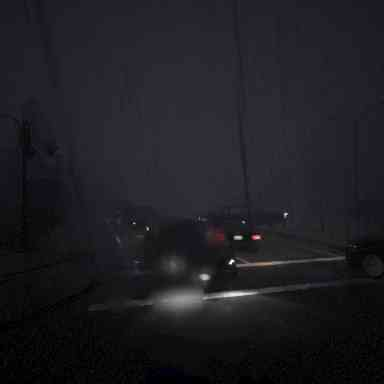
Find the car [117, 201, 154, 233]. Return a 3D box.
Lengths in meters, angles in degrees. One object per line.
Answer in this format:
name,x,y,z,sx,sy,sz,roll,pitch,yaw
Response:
car,-3.083,1.529,19.933,2.033,1.411,5.357,0,0,-17

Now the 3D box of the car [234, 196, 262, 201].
car,7.433,1.288,46.124,2.007,1.523,4.514,0,0,-17

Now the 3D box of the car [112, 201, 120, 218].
car,-6.222,1.515,30.091,2.033,1.411,5.357,0,0,-17

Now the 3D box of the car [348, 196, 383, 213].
car,15.633,1.356,29.149,1.970,1.475,3.806,0,0,-17

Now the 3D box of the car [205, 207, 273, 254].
car,1.355,1.538,13.392,2.033,1.411,5.357,0,0,-3

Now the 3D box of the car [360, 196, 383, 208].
car,23.971,1.274,43.118,1.845,1.501,3.633,0,0,-17

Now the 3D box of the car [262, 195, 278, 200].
car,10.423,1.278,47.074,2.152,1.636,5.027,0,0,-17

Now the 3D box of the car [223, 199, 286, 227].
car,2.858,1.467,19.897,5.357,1.411,2.033,-3,1,-15

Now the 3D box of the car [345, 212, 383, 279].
car,6.518,1.476,8.218,5.008,1.535,1.882,0,0,40

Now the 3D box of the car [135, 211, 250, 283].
car,-0.371,1.543,10.093,2.033,1.411,5.357,0,0,-14
